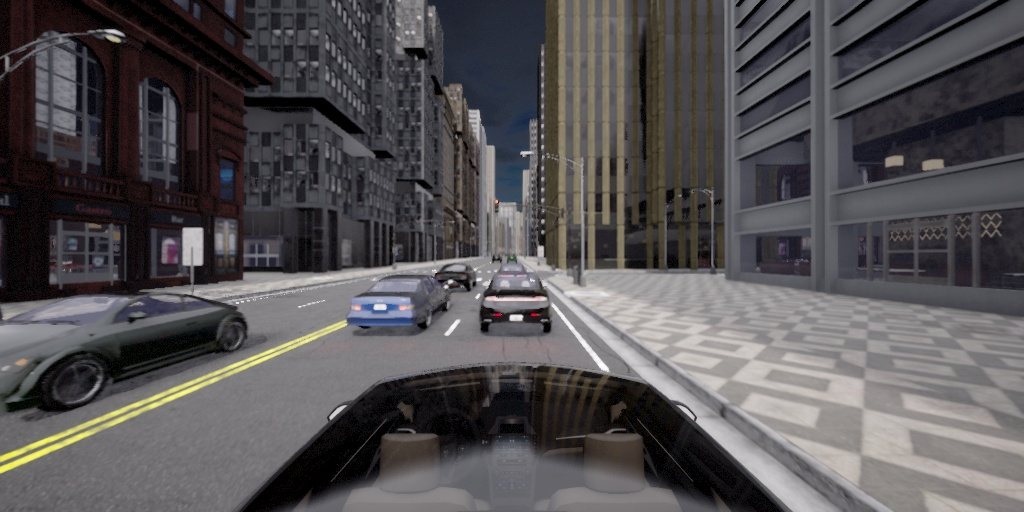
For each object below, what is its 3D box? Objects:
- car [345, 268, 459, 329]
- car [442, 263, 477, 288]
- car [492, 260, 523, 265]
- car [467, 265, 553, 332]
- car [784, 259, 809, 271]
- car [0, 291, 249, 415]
[{"bbox_3d":[-3.149,1.257,11.073,2.033,1.411,5.357,0,0,0],"label":"car"},{"bbox_3d":[-3.145,1.136,20.842,1.882,1.535,5.008,0,0,0],"label":"car"},{"bbox_3d":[0.003,1.154,20.090,2.128,1.511,4.902,0,0,0],"label":"car"},{"bbox_3d":[0.100,1.203,10.660,2.128,1.511,4.902,0,0,0],"label":"car"},{"bbox_3d":[28.499,1.005,36.474,4.181,1.385,1.994,0,0,0],"label":"car"},{"bbox_3d":[-6.597,1.297,5.897,1.994,1.385,4.181,0,0,0],"label":"car"}]
